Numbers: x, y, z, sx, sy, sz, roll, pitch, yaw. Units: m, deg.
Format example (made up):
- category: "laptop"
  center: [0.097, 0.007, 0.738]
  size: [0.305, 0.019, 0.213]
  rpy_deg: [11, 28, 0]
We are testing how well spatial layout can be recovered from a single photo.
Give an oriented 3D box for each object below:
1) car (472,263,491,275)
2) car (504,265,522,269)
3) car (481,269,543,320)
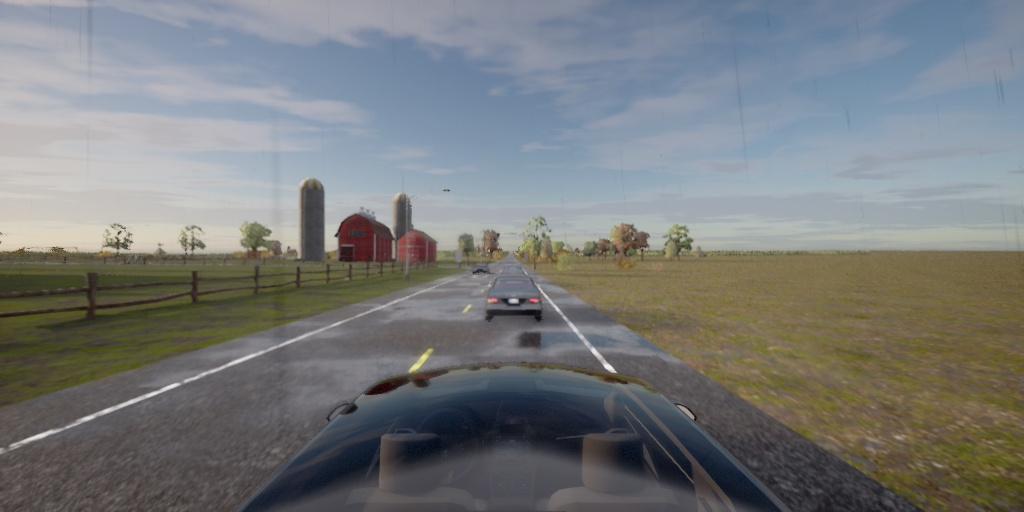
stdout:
- category: "car"
  center: [-3.590, 1.492, 42.320]
  size: [1.994, 1.385, 4.181]
  rpy_deg: [0, 0, 0]
- category: "car"
  center: [0.069, 1.416, 27.770]
  size: [2.033, 1.411, 5.357]
  rpy_deg: [0, 0, 0]
- category: "car"
  center: [0.067, 1.350, 12.792]
  size: [2.033, 1.411, 5.357]
  rpy_deg: [0, 0, 0]
